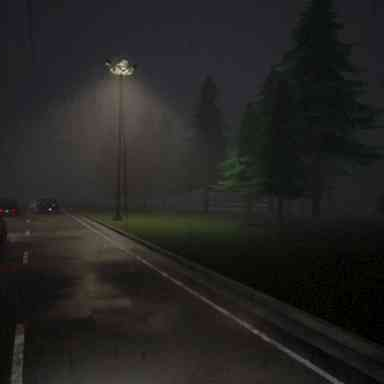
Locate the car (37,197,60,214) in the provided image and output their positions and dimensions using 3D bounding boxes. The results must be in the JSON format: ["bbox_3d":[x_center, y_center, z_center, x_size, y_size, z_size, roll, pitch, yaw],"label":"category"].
[{"bbox_3d":[-14.412,1.374,33.547,1.837,1.490,4.892,1,0,-26],"label":"car"}]

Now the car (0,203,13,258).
[{"bbox_3d":[-7.728,1.373,11.891,1.882,1.535,5.008,1,0,-26],"label":"car"}]

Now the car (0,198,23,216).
[{"bbox_3d":[-16.330,1.311,29.702,1.837,1.490,4.892,1,0,-26],"label":"car"}]

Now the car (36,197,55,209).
[{"bbox_3d":[-18.950,1.369,42.943,2.033,1.411,5.357,1,0,-26],"label":"car"}]
